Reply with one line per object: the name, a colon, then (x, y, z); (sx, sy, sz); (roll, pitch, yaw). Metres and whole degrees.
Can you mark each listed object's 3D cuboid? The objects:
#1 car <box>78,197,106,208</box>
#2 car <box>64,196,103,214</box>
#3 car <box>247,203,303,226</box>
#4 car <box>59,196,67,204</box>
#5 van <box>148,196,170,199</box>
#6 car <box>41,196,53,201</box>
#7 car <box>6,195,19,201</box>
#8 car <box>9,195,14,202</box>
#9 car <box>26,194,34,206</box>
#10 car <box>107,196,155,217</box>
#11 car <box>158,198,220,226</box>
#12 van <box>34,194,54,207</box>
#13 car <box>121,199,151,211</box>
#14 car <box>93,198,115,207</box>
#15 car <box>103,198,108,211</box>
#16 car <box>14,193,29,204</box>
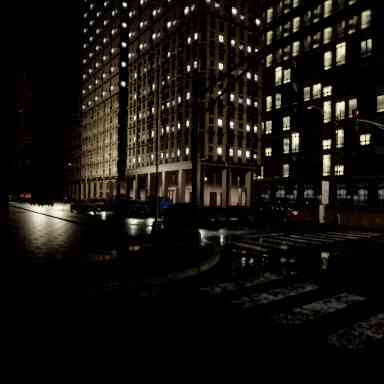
car: (-14.588, 1.520, 48.361); (2.033, 1.411, 5.357); (1, -1, -37)
car: (-10.795, 1.427, 32.947); (2.008, 1.369, 4.403); (1, -1, -35)
car: (5.836, 1.505, 23.955); (1.967, 1.590, 4.097); (1, -1, -35)
car: (-22.118, 1.464, 58.965); (1.837, 1.490, 4.892); (1, -1, -35)
van: (-3.951, 1.382, 37.789); (1.690, 1.788, 3.998); (1, -1, -35)
car: (-36.584, 1.571, 83.895); (1.802, 1.307, 4.206); (1, -1, -35)
car: (-40.159, 1.378, 74.445); (2.008, 1.369, 4.403); (1, -1, -35)
car: (-36.897, 1.397, 69.834); (1.947, 1.339, 4.313); (1, -1, -35)
car: (-23.846, 1.432, 51.390); (1.802, 1.307, 4.206); (1, -1, -35)
car: (-5.618, 1.412, 30.116); (1.882, 1.535, 5.008); (1, -1, -35)
car: (-0.170, 1.425, 22.413); (1.882, 1.535, 5.008); (1, -1, -36)
van: (-20.579, 1.197, 46.782); (1.690, 1.788, 3.998); (1, -1, -35)
car: (-7.218, 1.584, 42.397); (2.008, 1.369, 4.403); (1, -1, -35)
car: (-13.744, 1.587, 51.619); (1.947, 1.339, 4.313); (1, -1, -35)
car: (-11.764, 1.468, 38.821); (2.033, 1.411, 5.357); (1, -1, -35)
car: (-30.368, 1.155, 60.615); (2.192, 1.841, 5.009); (1, -1, -35)
